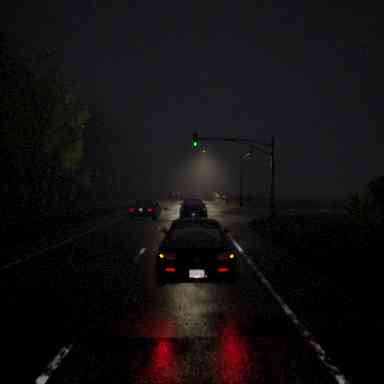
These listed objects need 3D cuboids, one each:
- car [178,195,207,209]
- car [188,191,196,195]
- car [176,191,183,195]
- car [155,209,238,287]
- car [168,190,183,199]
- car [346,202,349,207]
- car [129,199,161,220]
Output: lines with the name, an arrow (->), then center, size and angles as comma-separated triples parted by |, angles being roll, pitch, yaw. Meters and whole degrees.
car -> 0.094, 1.198, 23.562 | 1.812, 1.442, 4.674 | 0, 1, 0
car -> -0.015, 0.420, 79.707 | 2.033, 1.411, 5.357 | 0, 1, 0
car -> -3.517, 0.250, 95.507 | 1.895, 1.301, 4.718 | 0, 1, 0
car -> 0.097, 1.402, 8.817 | 1.812, 1.442, 4.674 | 0, 1, 0
car -> -3.413, 0.454, 64.113 | 2.097, 1.767, 4.553 | 0, 1, 0
car -> 19.082, 1.244, 35.370 | 5.008, 1.535, 1.882 | 1, 0, 0
car -> -3.404, 1.206, 24.611 | 2.033, 1.411, 5.357 | 0, 1, 0
